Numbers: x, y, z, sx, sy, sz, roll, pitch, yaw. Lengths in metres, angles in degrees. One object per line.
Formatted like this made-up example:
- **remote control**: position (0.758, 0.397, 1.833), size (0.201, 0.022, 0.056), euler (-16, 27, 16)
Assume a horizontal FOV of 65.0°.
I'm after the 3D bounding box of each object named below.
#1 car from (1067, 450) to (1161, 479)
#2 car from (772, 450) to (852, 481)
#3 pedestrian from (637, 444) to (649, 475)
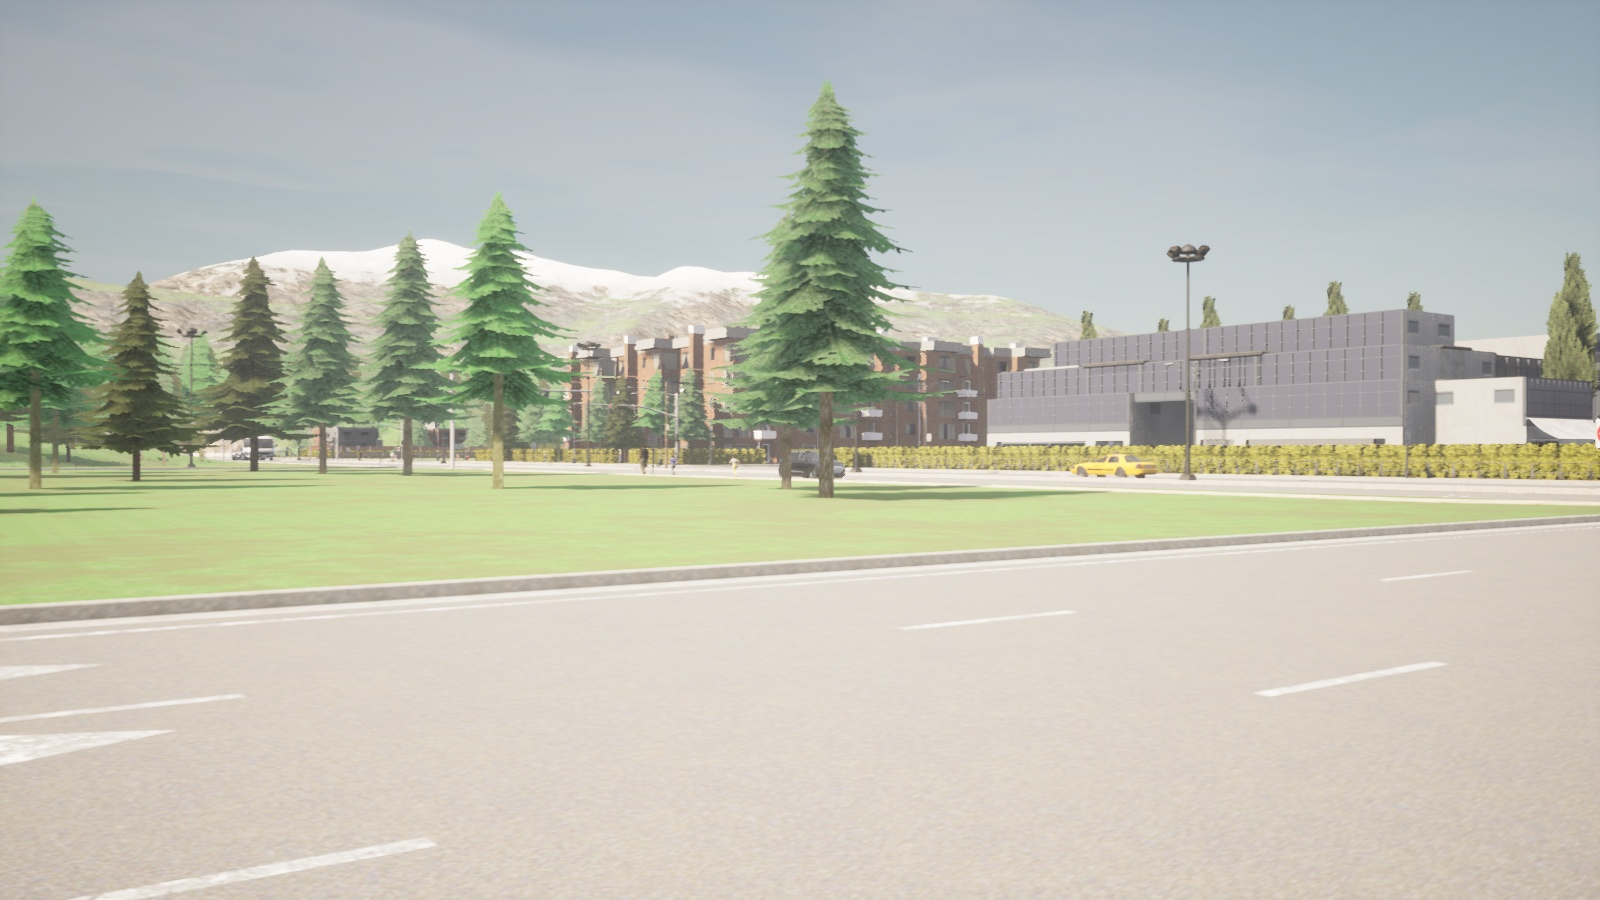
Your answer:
- **car**: position (18.039, 0.823, 72.450), size (1.801, 1.575, 5.366), euler (0, 0, -35)
- **car**: position (0.630, 0.848, 71.118), size (2.033, 1.649, 4.856), euler (0, 0, -35)
- **pedestrian**: position (-9.375, 0.587, 74.880), size (0.431, 1.840, 0.703), euler (0, 0, -35)
